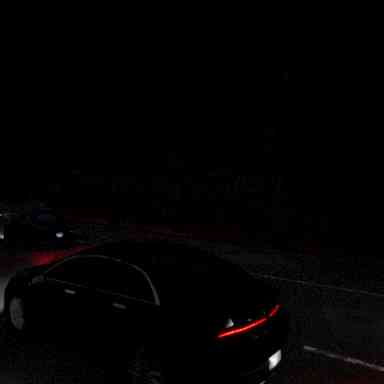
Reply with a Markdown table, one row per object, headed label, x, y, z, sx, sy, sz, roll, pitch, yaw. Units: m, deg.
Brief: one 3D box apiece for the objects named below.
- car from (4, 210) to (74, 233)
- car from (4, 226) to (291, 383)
| label | x | y | z | sx | sy | sz | roll | pitch | yaw |
| --- | --- | --- | --- | --- | --- | --- | --- | --- | --- |
| car | -6.990 | 1.563 | 15.140 | 1.812 | 1.442 | 4.674 | 0 | 0 | -44 |
| car | -1.027 | 1.522 | 5.019 | 4.892 | 1.490 | 1.837 | 0 | 0 | 38 |
